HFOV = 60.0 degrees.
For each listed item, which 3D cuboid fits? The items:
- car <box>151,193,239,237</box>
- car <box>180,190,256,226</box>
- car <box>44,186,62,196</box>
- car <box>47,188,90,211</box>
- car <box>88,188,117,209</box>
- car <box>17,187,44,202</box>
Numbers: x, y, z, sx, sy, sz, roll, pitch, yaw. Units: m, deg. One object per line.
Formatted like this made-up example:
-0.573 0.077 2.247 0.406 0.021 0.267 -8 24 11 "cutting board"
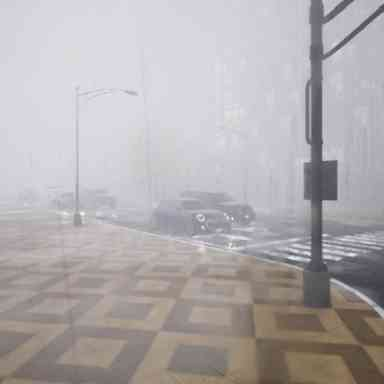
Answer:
-0.154 1.117 16.810 2.097 1.767 4.553 0 1 -38 "car"
1.234 0.947 20.259 2.150 2.045 5.566 0 1 -40 "car"
-19.468 -0.014 46.798 2.150 2.045 5.566 0 1 -38 "car"
-11.844 0.771 31.664 2.097 1.767 4.553 0 1 -38 "car"
-9.786 0.619 34.300 2.150 2.045 5.566 0 1 -38 "car"
-22.064 0.272 44.843 2.097 1.767 4.553 0 1 -38 "car"
